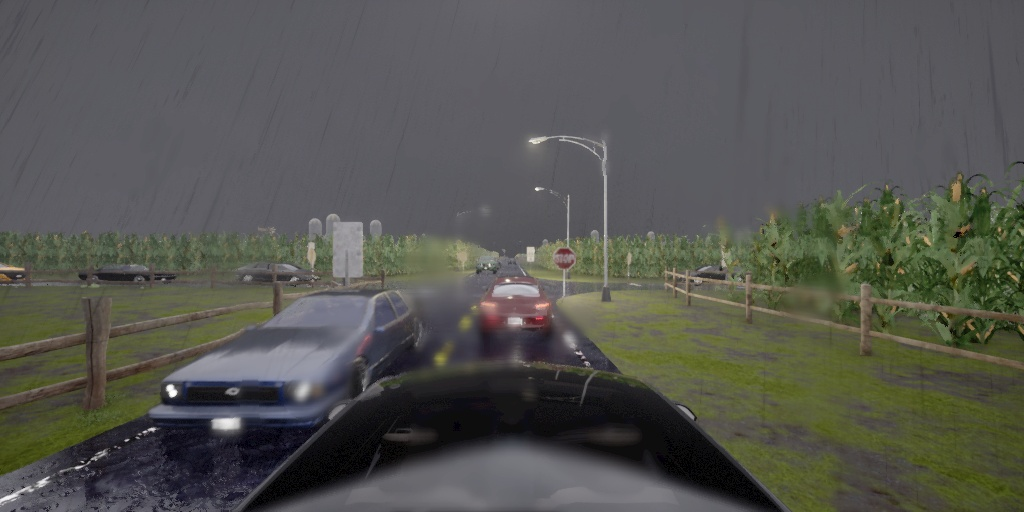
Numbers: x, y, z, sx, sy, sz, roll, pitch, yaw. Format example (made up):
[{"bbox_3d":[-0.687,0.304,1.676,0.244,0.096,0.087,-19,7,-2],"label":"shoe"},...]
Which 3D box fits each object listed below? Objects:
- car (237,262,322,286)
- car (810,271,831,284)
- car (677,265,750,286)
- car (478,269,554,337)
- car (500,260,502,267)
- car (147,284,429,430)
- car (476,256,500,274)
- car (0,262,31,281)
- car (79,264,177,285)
[{"bbox_3d":[-14.975,1.160,23.245,4.892,1.490,1.837,0,-1,1],"label":"car"},{"bbox_3d":[24.482,1.157,25.791,5.566,2.045,2.150,0,-1,1],"label":"car"},{"bbox_3d":[14.462,1.371,25.892,4.892,1.490,1.837,0,-1,1],"label":"car"},{"bbox_3d":[0.101,1.276,10.154,1.812,1.442,4.674,0,0,0],"label":"car"},{"bbox_3d":[-2.824,1.281,51.694,2.033,1.411,5.357,0,0,-1],"label":"car"},{"bbox_3d":[-2.849,1.298,6.248,2.033,1.411,5.357,0,0,0],"label":"car"},{"bbox_3d":[-2.830,0.961,41.180,2.150,2.045,5.566,0,0,0],"label":"car"},{"bbox_3d":[-34.711,1.027,23.457,5.008,1.535,1.882,0,-1,1],"label":"car"},{"bbox_3d":[-24.863,1.201,23.346,4.718,1.301,1.895,0,-1,0],"label":"car"}]
